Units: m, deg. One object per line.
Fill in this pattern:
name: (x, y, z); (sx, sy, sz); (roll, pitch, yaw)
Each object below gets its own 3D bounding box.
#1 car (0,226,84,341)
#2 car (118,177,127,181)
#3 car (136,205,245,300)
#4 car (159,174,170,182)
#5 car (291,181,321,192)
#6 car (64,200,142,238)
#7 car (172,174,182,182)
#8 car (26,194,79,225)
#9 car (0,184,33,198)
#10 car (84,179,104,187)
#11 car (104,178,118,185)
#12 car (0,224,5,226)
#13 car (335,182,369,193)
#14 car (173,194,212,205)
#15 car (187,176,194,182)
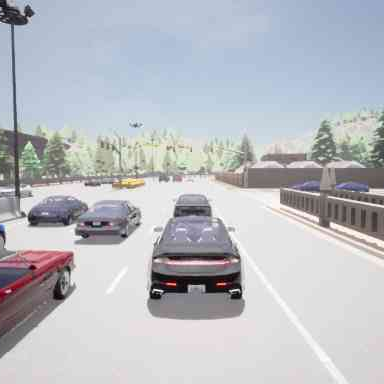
car: (-3.420, 1.528, 5.092); (1.895, 1.301, 4.718); (0, 1, 0)
car: (-17.922, -3.183, 85.058); (1.812, 1.442, 4.674); (0, 3, 0)
car: (0.068, 1.328, 8.024); (2.128, 1.511, 4.902); (0, 2, 0)
car: (-7.432, -3.605, 86.968); (2.150, 2.045, 5.566); (0, 3, 0)
car: (15.004, -0.614, 42.217); (4.674, 1.442, 1.812); (0, 3, 2)
car: (-3.465, 1.051, 14.607); (2.033, 1.411, 5.357); (0, 3, 0)
car: (-3.932, -3.607, 86.986); (2.150, 2.045, 5.566); (0, 3, 0)
car: (-6.979, 0.880, 17.785); (1.994, 1.385, 4.181); (0, 3, 0)
car: (-17.747, -0.095, 33.540); (1.812, 1.442, 4.674); (0, 3, 0)
car: (-17.857, -1.591, 59.817); (1.895, 1.301, 4.718); (0, 3, 0)
car: (-17.847, -2.287, 70.449); (2.033, 1.411, 5.357); (0, 3, 0)
car: (-6.936, 1.283, 8.813); (1.882, 1.535, 5.008); (0, 2, 0)
car: (18.040, -0.399, 38.624); (4.674, 1.442, 1.812); (0, 3, 2)
car: (0.026, 0.817, 17.445); (1.882, 1.535, 5.008); (0, 3, -1)
car: (-0.445, -3.452, 89.659); (1.812, 1.442, 4.674); (0, 3, 0)
